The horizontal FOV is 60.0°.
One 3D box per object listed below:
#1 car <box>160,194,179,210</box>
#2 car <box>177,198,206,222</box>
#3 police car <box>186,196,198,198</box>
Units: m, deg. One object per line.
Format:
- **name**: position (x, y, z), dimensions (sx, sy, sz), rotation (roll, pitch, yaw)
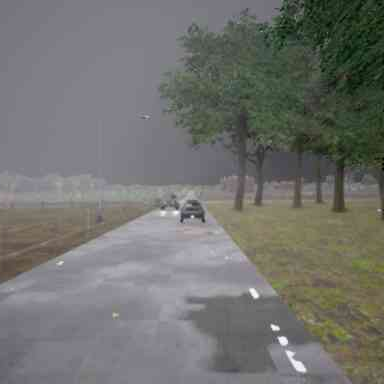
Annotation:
- **car**: position (-2.787, 1.236, 42.796), dimensions (2.150, 2.045, 5.566), rotation (0, -1, 1)
- **car**: position (0.056, 1.495, 26.151), dimensions (1.837, 1.490, 4.892), rotation (0, 0, 0)
- **police car**: position (-0.004, 1.462, 52.304), dimensions (1.930, 1.638, 5.238), rotation (0, 0, 0)
